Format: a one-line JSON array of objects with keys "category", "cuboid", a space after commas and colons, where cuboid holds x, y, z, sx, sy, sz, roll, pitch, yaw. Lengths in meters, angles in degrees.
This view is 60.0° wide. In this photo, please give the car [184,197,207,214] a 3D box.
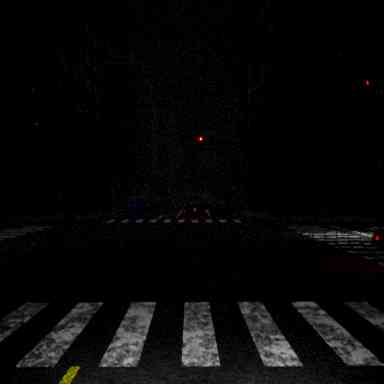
[{"category": "car", "cuboid": [0.276, 1.511, 34.316, 1.812, 1.442, 4.674, 0, 0, 0]}]

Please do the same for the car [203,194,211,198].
[{"category": "car", "cuboid": [2.900, 1.421, 44.636, 1.967, 1.590, 4.097, 0, 0, 0]}]

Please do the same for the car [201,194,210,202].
[{"category": "car", "cuboid": [3.080, 1.398, 78.652, 1.967, 1.590, 4.097, 0, 0, 0]}]

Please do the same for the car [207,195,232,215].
[{"category": "car", "cuboid": [2.840, 1.426, 33.298, 1.967, 1.590, 4.097, 0, 0, 0]}]

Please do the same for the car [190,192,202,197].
[{"category": "car", "cuboid": [0.425, 1.323, 62.129, 2.097, 1.767, 4.553, 0, 0, 0]}]

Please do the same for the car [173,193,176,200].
[{"category": "car", "cuboid": [-5.446, 1.483, 78.517, 1.752, 1.417, 4.829, 0, 0, 0]}]

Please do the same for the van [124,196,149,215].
[{"category": "van", "cuboid": [-5.686, 1.327, 33.341, 1.690, 1.788, 3.998, 0, 0, 0]}]

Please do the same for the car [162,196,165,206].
[{"category": "car", "cuboid": [-5.596, 1.560, 50.346, 1.802, 1.307, 4.206, 0, 0, 0]}]

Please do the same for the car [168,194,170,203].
[{"category": "car", "cuboid": [-5.536, 1.497, 61.512, 1.752, 1.417, 4.829, 0, 0, 0]}]

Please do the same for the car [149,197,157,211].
[{"category": "car", "cuboid": [-5.656, 1.424, 39.009, 1.967, 1.590, 4.097, 0, 0, 0]}]

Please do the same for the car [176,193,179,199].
[{"category": "car", "cuboid": [-5.386, 1.263, 90.023, 2.192, 1.841, 5.009, 0, 0, 0]}]

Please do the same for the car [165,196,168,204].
[{"category": "car", "cuboid": [-5.566, 1.541, 56.014, 1.947, 1.339, 4.313, 0, 0, 0]}]

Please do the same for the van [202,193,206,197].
[{"category": "van", "cuboid": [2.960, 1.316, 55.975, 1.690, 1.788, 3.998, 0, 0, 0]}]

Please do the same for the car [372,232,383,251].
[{"category": "car", "cuboid": [8.589, 1.614, 10.649, 4.718, 1.301, 1.895, 0, 0, 0]}]

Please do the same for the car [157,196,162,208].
[{"category": "car", "cuboid": [-5.626, 1.547, 44.678, 1.947, 1.339, 4.313, 0, 0, 0]}]

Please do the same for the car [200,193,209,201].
[{"category": "car", "cuboid": [3.110, 1.268, 84.320, 2.192, 1.841, 5.009, 0, 0, 0]}]

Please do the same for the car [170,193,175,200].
[{"category": "car", "cuboid": [-5.475, 1.508, 73.018, 1.887, 1.381, 4.507, 0, 0, 0]}]

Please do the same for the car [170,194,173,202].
[{"category": "car", "cuboid": [-5.505, 1.533, 67.350, 1.947, 1.339, 4.313, 0, 0, 0]}]

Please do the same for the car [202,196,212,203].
[{"category": "car", "cuboid": [3.020, 1.518, 67.313, 2.008, 1.369, 4.403, 0, 0, 0]}]

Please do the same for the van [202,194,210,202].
[{"category": "van", "cuboid": [3.050, 1.304, 72.982, 1.690, 1.788, 3.998, 0, 0, 0]}]
